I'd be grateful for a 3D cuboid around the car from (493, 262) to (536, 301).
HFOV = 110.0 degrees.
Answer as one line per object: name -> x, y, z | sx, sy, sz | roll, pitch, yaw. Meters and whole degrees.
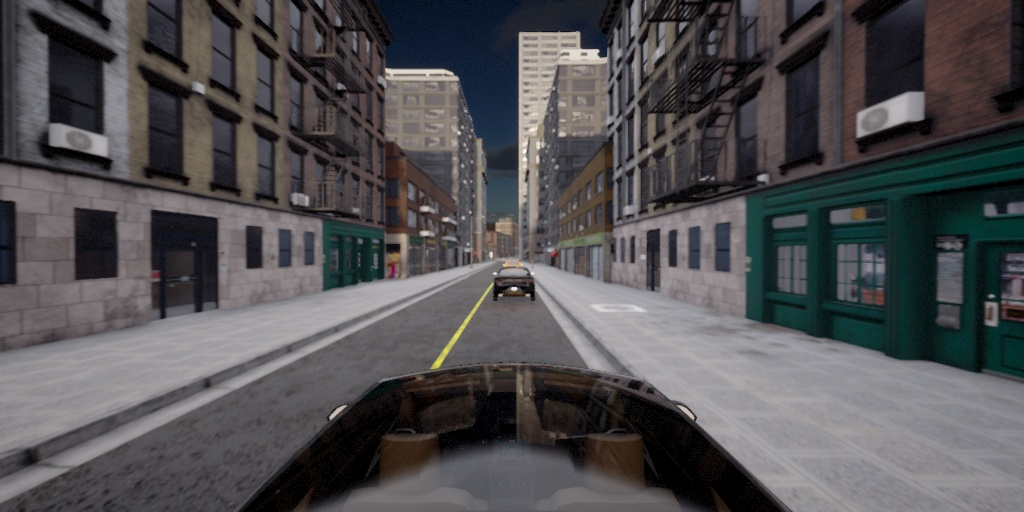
car -> 0.095, 1.215, 17.394 | 1.882, 1.535, 5.008 | 0, 0, 0
